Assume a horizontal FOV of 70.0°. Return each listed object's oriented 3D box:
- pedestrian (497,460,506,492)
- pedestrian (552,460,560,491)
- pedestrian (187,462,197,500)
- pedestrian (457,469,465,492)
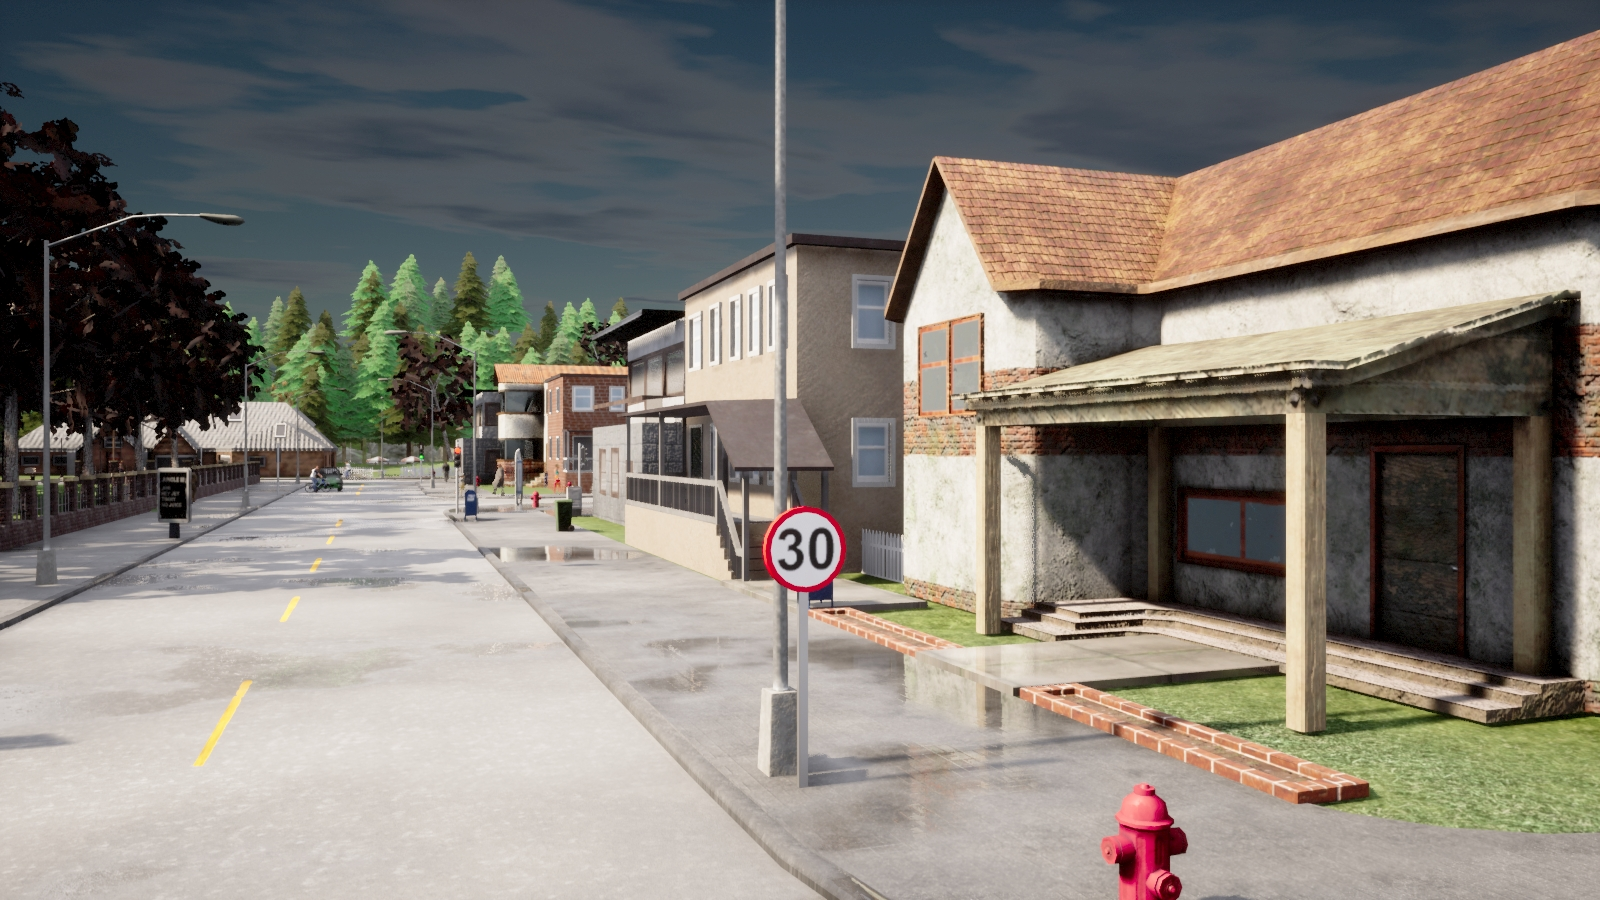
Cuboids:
[{"bbox_3d":[-17.278,1.516,66.079,0.375,1.860,0.375,0,0,9],"label":"pedestrian"},{"bbox_3d":[-14.742,1.516,69.113,0.375,1.860,0.375,0,0,4],"label":"pedestrian"},{"bbox_3d":[-30.108,1.525,56.569,0.375,1.860,0.375,0,0,-20],"label":"pedestrian"},{"bbox_3d":[-19.926,1.797,67.192,0.375,1.300,0.375,0,0,0],"label":"pedestrian"}]
